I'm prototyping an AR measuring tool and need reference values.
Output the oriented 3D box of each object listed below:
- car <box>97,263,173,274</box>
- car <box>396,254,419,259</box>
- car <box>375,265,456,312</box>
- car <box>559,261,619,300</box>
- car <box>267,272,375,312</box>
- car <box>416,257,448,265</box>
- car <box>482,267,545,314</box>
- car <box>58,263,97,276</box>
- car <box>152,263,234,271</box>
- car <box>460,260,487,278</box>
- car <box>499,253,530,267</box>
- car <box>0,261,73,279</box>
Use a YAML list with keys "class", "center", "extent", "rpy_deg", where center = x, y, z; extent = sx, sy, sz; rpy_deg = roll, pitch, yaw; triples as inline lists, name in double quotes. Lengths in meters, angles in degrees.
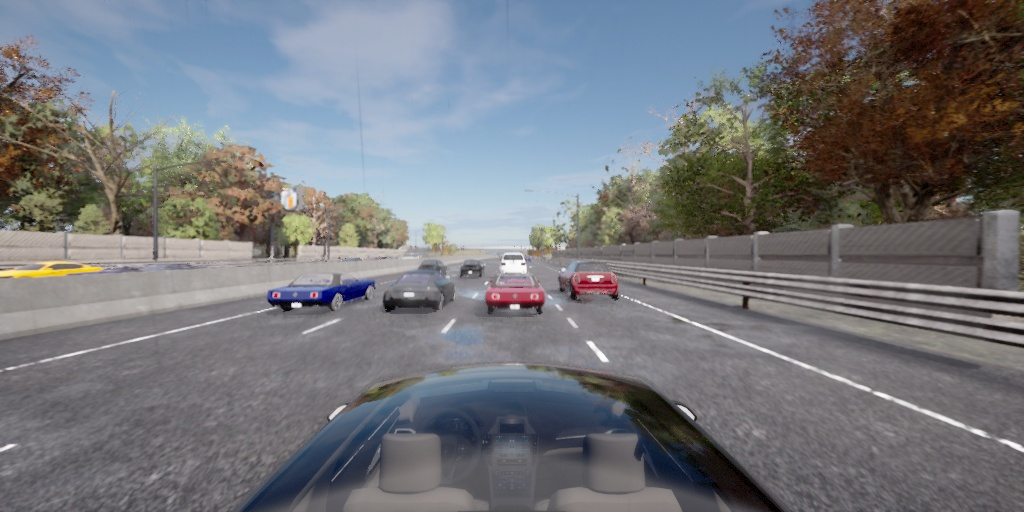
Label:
- class: "car"
  center: [-21.097, 1.164, 21.891]
  extent: [2.033, 1.411, 5.357]
  rpy_deg: [0, 0, 0]
- class: "car"
  center: [-17.515, 0.604, 61.534]
  extent: [2.150, 2.045, 5.566]
  rpy_deg: [0, 0, 1]
- class: "car"
  center: [-3.397, 1.233, 13.838]
  extent: [1.994, 1.385, 4.181]
  rpy_deg: [0, 0, 0]
- class: "car"
  center: [3.501, 0.998, 17.130]
  extent: [2.097, 1.767, 4.553]
  rpy_deg: [0, 0, 0]
- class: "car"
  center: [-6.896, 1.271, 13.707]
  extent: [1.895, 1.301, 4.718]
  rpy_deg: [0, 0, 0]
- class: "car"
  center: [-6.894, 1.060, 31.516]
  extent: [1.837, 1.490, 4.892]
  rpy_deg: [0, 0, 0]
- class: "car"
  center: [0.102, 1.274, 13.332]
  extent: [1.895, 1.301, 4.718]
  rpy_deg: [0, 0, 0]
- class: "car"
  center: [-24.596, 1.212, 22.647]
  extent: [1.895, 1.301, 4.718]
  rpy_deg: [0, 0, 0]
- class: "car"
  center: [-17.596, 1.223, 20.935]
  extent: [1.895, 1.301, 4.718]
  rpy_deg: [0, 0, 0]
- class: "car"
  center: [-3.395, 1.060, 31.498]
  extent: [1.837, 1.490, 4.892]
  rpy_deg: [0, 0, 0]
- class: "car"
  center: [0.103, 0.781, 30.800]
  extent: [2.150, 2.045, 5.566]
  rpy_deg: [0, 0, 0]
- class: "car"
  center: [-28.096, 1.095, 21.700]
  extent: [1.882, 1.535, 5.008]
  rpy_deg: [0, 0, 0]
